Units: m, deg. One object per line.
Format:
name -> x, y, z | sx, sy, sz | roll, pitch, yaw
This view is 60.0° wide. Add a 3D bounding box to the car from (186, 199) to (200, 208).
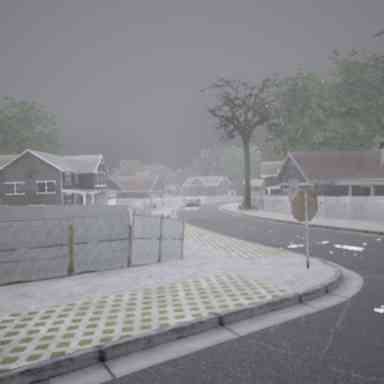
car -> 0.258, 1.834, 54.947 | 1.994, 1.385, 4.181 | -2, 0, 8
